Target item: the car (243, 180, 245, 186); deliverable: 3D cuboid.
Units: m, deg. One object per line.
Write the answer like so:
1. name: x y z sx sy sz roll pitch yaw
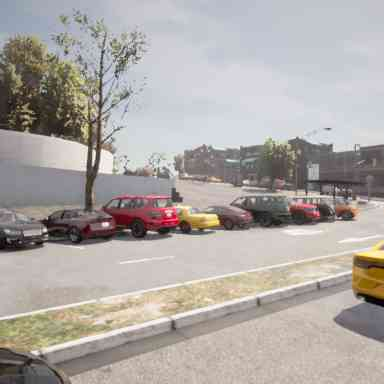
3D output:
1. car: 12.605 -2.043 76.424 2.002 1.452 4.674 7 4 35

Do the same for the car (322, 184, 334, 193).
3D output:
1. car: 24.702 -0.425 59.148 2.435 2.045 5.566 7 3 35

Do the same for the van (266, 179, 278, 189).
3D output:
1. van: 17.736 -1.490 68.899 1.878 1.987 4.442 7 4 35

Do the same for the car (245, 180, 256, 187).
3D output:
1. car: 14.435 -1.811 74.103 1.946 1.575 5.366 7 3 35

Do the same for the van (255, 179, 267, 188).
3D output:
1. van: 16.008 -1.763 71.371 1.878 1.987 4.442 7 4 35

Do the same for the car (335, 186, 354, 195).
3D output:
1. car: 26.392 0.137 56.675 2.002 1.452 4.674 7 3 35

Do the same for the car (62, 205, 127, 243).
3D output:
1. car: -5.775 1.525 16.113 4.792 1.488 2.163 -1 -1 35

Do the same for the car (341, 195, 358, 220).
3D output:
1. car: 11.490 1.404 28.188 4.553 1.767 2.185 -1 -1 35

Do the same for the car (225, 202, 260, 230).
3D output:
1. car: 1.598 1.549 21.310 4.674 1.452 2.002 -1 -1 35

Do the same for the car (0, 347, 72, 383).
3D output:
1. car: -2.821 1.491 1.121 4.902 1.511 2.128 0 0 -36

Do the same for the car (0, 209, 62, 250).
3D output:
1. car: -8.196 1.494 14.367 4.892 1.521 2.231 -1 -1 35

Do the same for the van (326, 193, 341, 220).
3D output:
1. van: 9.080 1.297 26.439 4.442 1.987 1.878 -1 -1 35

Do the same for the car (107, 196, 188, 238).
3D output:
1. car: -3.329 1.248 17.857 5.566 2.045 2.435 -1 -1 35

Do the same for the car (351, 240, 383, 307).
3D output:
1. car: 5.333 1.487 6.927 5.008 1.535 1.882 0 0 -35

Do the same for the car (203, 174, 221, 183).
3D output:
1. car: 5.761 -3.175 86.399 1.946 1.575 5.366 7 3 34

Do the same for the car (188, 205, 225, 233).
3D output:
1. car: -1.009 1.503 19.683 5.366 1.575 1.946 -1 -1 35

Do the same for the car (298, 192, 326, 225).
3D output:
1. car: 6.541 1.268 24.770 5.566 2.045 2.435 -1 -1 35

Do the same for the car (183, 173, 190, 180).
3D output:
1. car: 0.389 -4.084 93.597 2.185 1.767 4.553 4 1 33

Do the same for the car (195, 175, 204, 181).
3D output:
1. car: 3.911 -3.698 88.659 2.435 2.045 5.566 7 3 34

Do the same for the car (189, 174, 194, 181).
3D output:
1. car: 2.118 -3.849 91.126 2.185 1.767 4.553 6 3 34

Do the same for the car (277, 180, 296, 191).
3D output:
1. car: 19.495 -0.992 66.536 2.231 1.521 4.892 7 3 35

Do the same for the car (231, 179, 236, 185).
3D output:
1. car: 10.863 -2.316 78.887 2.002 1.452 4.674 7 3 35

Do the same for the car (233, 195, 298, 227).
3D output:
1. car: 4.027 1.263 23.066 5.566 2.045 2.435 -1 -1 35
